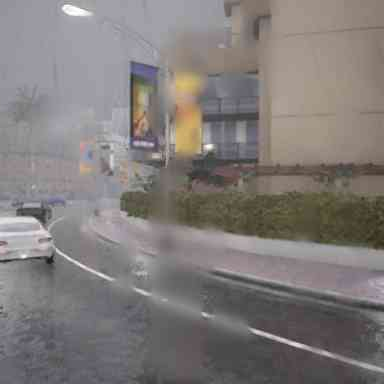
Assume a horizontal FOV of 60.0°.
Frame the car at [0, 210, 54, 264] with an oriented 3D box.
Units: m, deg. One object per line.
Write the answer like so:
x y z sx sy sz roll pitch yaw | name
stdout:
-5.892 1.533 11.137 1.812 1.442 4.674 0 0 -33 | car

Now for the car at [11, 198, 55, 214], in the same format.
-12.049 1.499 25.581 1.882 1.535 5.008 0 0 -16 | car

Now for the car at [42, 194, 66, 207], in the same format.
-21.043 1.279 50.095 2.150 2.045 5.566 0 -1 6 | car
